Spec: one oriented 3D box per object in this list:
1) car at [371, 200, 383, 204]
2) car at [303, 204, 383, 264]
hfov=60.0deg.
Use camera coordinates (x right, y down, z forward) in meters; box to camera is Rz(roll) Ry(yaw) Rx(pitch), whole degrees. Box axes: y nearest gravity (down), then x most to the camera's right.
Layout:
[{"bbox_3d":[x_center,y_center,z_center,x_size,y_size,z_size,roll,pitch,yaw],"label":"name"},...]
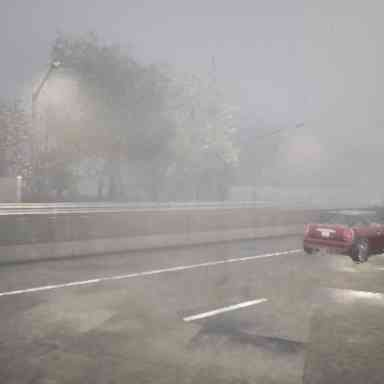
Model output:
[{"bbox_3d":[32.565,2.147,57.194,5.008,1.535,1.882,1,0,-35],"label":"car"},{"bbox_3d":[6.314,1.482,12.612,4.553,1.767,2.097,1,0,-35],"label":"car"}]
